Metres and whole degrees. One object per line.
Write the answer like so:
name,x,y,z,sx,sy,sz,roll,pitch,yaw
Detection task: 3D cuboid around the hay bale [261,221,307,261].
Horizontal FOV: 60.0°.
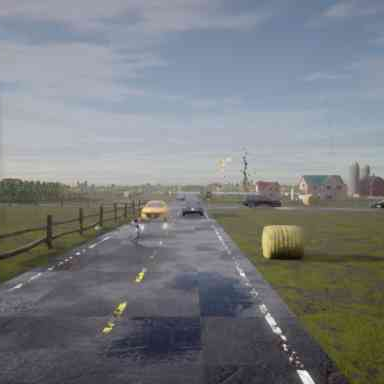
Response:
hay bale,3.133,1.652,11.505,1.220,1.180,1.240,1,1,0

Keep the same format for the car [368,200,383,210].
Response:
car,29.835,1.896,51.168,5.008,1.535,1.882,1,1,1

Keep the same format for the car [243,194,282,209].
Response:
car,10.312,1.389,48.827,5.566,2.045,2.150,1,0,1

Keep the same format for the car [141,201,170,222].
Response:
car,-2.836,1.471,26.649,1.882,1.535,5.008,0,0,0

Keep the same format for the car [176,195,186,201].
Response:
car,-2.751,1.465,80.399,1.882,1.535,5.008,0,0,0

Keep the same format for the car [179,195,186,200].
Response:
car,-2.752,1.522,95.529,1.994,1.385,4.181,0,0,0

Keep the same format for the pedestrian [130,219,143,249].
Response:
pedestrian,-2.136,1.570,12.899,0.375,1.300,0.375,-1,1,3

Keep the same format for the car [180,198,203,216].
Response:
car,0.086,1.556,32.879,1.994,1.385,4.181,0,0,0
